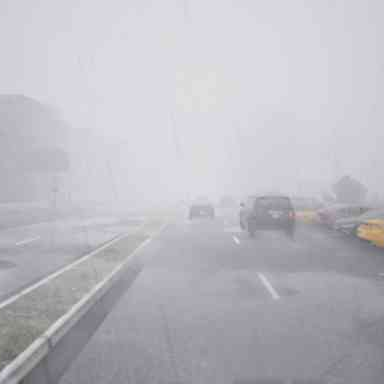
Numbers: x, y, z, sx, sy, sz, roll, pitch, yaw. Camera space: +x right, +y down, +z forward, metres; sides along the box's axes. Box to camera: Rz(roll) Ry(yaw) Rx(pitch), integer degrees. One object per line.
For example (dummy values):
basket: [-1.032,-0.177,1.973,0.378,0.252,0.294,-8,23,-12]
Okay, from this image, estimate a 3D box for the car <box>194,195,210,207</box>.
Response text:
car: [1.323,1.138,43.447,1.994,1.385,4.181,1,1,2]

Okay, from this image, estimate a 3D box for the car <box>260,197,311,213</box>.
car: [9.755,1.307,34.946,4.792,1.488,2.163,1,1,2]

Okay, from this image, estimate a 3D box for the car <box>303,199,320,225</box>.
car: [9.194,1.438,21.180,5.366,1.575,1.946,1,1,2]

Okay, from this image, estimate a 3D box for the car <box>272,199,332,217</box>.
car: [9.620,1.393,29.437,4.674,1.452,2.002,1,1,2]

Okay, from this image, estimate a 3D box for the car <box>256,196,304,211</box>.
car: [9.896,1.262,37.695,4.792,1.488,2.163,1,1,2]

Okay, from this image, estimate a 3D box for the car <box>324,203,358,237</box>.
car: [9.223,1.485,15.667,4.892,1.521,2.231,1,0,2]

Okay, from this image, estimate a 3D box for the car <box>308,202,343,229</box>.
car: [9.326,1.496,18.416,4.792,1.488,2.163,1,1,2]

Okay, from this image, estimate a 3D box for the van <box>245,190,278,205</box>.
van: [10.078,0.793,48.711,4.442,1.987,1.878,1,1,2]

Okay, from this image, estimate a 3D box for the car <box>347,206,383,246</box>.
car: [9.130,1.500,12.915,5.008,1.535,2.097,1,0,2]

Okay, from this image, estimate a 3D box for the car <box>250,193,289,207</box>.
car: [10.003,1.007,43.328,4.553,1.767,2.185,1,1,2]

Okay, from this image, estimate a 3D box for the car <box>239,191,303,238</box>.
car: [3.839,1.162,17.611,2.150,2.045,5.566,1,0,2]

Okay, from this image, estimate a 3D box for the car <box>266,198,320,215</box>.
car: [9.706,1.357,32.189,4.674,1.452,2.002,1,1,2]

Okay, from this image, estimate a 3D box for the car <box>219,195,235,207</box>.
car: [4.601,1.089,43.733,2.128,1.511,4.902,1,1,2]

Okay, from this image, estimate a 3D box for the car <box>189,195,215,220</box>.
car: [0.778,1.308,26.383,1.882,1.535,5.008,1,1,2]

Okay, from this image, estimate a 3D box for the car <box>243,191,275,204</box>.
car: [10.305,0.828,51.459,4.553,1.767,2.185,1,2,2]

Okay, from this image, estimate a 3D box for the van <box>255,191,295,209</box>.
van: [10.066,0.961,40.440,4.442,1.987,1.878,1,1,2]
